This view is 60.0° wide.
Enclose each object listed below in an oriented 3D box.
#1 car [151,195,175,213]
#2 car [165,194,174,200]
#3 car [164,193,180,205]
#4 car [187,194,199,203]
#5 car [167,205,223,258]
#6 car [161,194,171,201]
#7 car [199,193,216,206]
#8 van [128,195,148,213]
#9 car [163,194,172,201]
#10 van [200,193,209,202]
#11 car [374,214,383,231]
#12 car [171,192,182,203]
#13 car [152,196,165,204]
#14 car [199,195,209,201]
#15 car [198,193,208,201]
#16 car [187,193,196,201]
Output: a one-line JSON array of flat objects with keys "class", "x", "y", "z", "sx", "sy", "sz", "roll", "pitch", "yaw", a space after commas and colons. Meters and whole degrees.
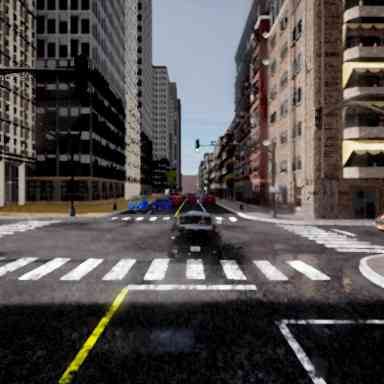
[{"class": "car", "x": -3.126, "y": 1.374, "z": 35.024, "sx": 1.882, "sy": 1.535, "sz": 5.008, "roll": 0, "pitch": 0, "yaw": 0}, {"class": "car", "x": -5.784, "y": 1.323, "z": 85.698, "sx": 2.008, "sy": 1.369, "sz": 4.403, "roll": 0, "pitch": 0, "yaw": 0}, {"class": "car", "x": -3.128, "y": 1.344, "z": 46.549, "sx": 1.882, "sy": 1.535, "sz": 5.008, "roll": 0, "pitch": 0, "yaw": 0}, {"class": "car", "x": -0.067, "y": 1.383, "z": 65.241, "sx": 1.994, "sy": 1.385, "sz": 4.181, "roll": 0, "pitch": 0, "yaw": 0}, {"class": "car", "x": 0.105, "y": 1.498, "z": 12.719, "sx": 1.837, "sy": 1.490, "sz": 4.892, "roll": 1, "pitch": 0, "yaw": 0}, {"class": "car", "x": -5.772, "y": 1.237, "z": 74.595, "sx": 1.967, "sy": 1.590, "sz": 4.097, "roll": 0, "pitch": 0, "yaw": 0}, {"class": "car", "x": 2.632, "y": 1.166, "z": 52.402, "sx": 2.192, "sy": 1.841, "sz": 5.009, "roll": 0, "pitch": 0, "yaw": 0}, {"class": "van", "x": -5.730, "y": 1.236, "z": 35.739, "sx": 1.690, "sy": 1.788, "sz": 3.998, "roll": 0, "pitch": 0, "yaw": 0}, {"class": "car", "x": -5.778, "y": 1.310, "z": 79.976, "sx": 1.752, "sy": 1.417, "sz": 4.829, "roll": 0, "pitch": 0, "yaw": 0}, {"class": "van", "x": 2.614, "y": 1.151, "z": 69.054, "sx": 1.690, "sy": 1.788, "sz": 3.998, "roll": 0, "pitch": 0, "yaw": 0}, {"class": "car", "x": 13.505, "y": 1.579, "z": 19.920, "sx": 4.553, "sy": 1.767, "sz": 2.097, "roll": 1, "pitch": 0, "yaw": 0}, {"class": "car", "x": -3.089, "y": 1.042, "z": 61.799, "sx": 2.150, "sy": 2.045, "sz": 5.566, "roll": 0, "pitch": 1, "yaw": 0}, {"class": "car", "x": -5.753, "y": 1.363, "z": 57.773, "sx": 1.752, "sy": 1.417, "sz": 4.829, "roll": 0, "pitch": 0, "yaw": 0}, {"class": "car", "x": 2.609, "y": 1.347, "z": 74.605, "sx": 2.008, "sy": 1.369, "sz": 4.403, "roll": 0, "pitch": 0, "yaw": 0}, {"class": "car", "x": 2.602, "y": 1.099, "z": 80.156, "sx": 2.192, "sy": 1.841, "sz": 5.009, "roll": 0, "pitch": 0, "yaw": 0}, {"class": "car", "x": -0.079, "y": 1.123, "z": 75.246, "sx": 1.882, "sy": 1.535, "sz": 5.008, "roll": 0, "pitch": 0, "yaw": 0}]
